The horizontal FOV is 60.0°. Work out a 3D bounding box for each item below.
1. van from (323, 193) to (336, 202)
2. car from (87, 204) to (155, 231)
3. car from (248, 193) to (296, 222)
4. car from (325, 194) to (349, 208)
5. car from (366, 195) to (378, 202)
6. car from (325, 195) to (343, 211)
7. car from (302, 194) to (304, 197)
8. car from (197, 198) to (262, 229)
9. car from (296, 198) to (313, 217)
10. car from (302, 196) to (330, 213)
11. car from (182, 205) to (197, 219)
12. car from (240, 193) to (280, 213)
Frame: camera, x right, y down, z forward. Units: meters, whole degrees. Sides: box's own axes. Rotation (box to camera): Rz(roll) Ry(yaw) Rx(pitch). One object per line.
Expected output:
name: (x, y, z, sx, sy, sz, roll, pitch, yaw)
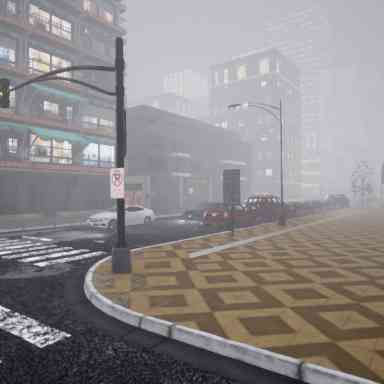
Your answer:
van: (29.209, 1.229, 70.499, 1.690, 1.788, 3.998, -1, 0, 36)
car: (-4.294, 1.515, 20.727, 1.812, 1.442, 4.674, -1, 0, 36)
car: (5.758, 1.215, 25.266, 2.192, 1.841, 5.009, -1, 0, 36)
car: (19.003, 1.167, 43.296, 2.192, 1.841, 5.009, -1, 0, 36)
car: (35.561, 1.333, 65.833, 1.887, 1.381, 4.507, -1, 0, 36)
car: (15.694, 1.415, 38.788, 2.008, 1.369, 4.403, -1, 0, 36)
car: (22.488, 1.439, 61.346, 1.752, 1.417, 4.829, -1, 0, 36)
car: (2.448, 1.352, 20.758, 1.967, 1.590, 4.097, -1, 0, 36)
car: (9.072, 1.470, 29.772, 1.802, 1.307, 4.206, -1, 0, 36)
car: (12.383, 1.421, 34.280, 1.887, 1.381, 4.507, -1, 0, 36)
car: (1.405, 1.516, 28.480, 2.033, 1.411, 5.357, -1, 0, 36)
car: (7.649, 1.167, 36.976, 2.150, 2.045, 5.566, -1, 0, 36)
